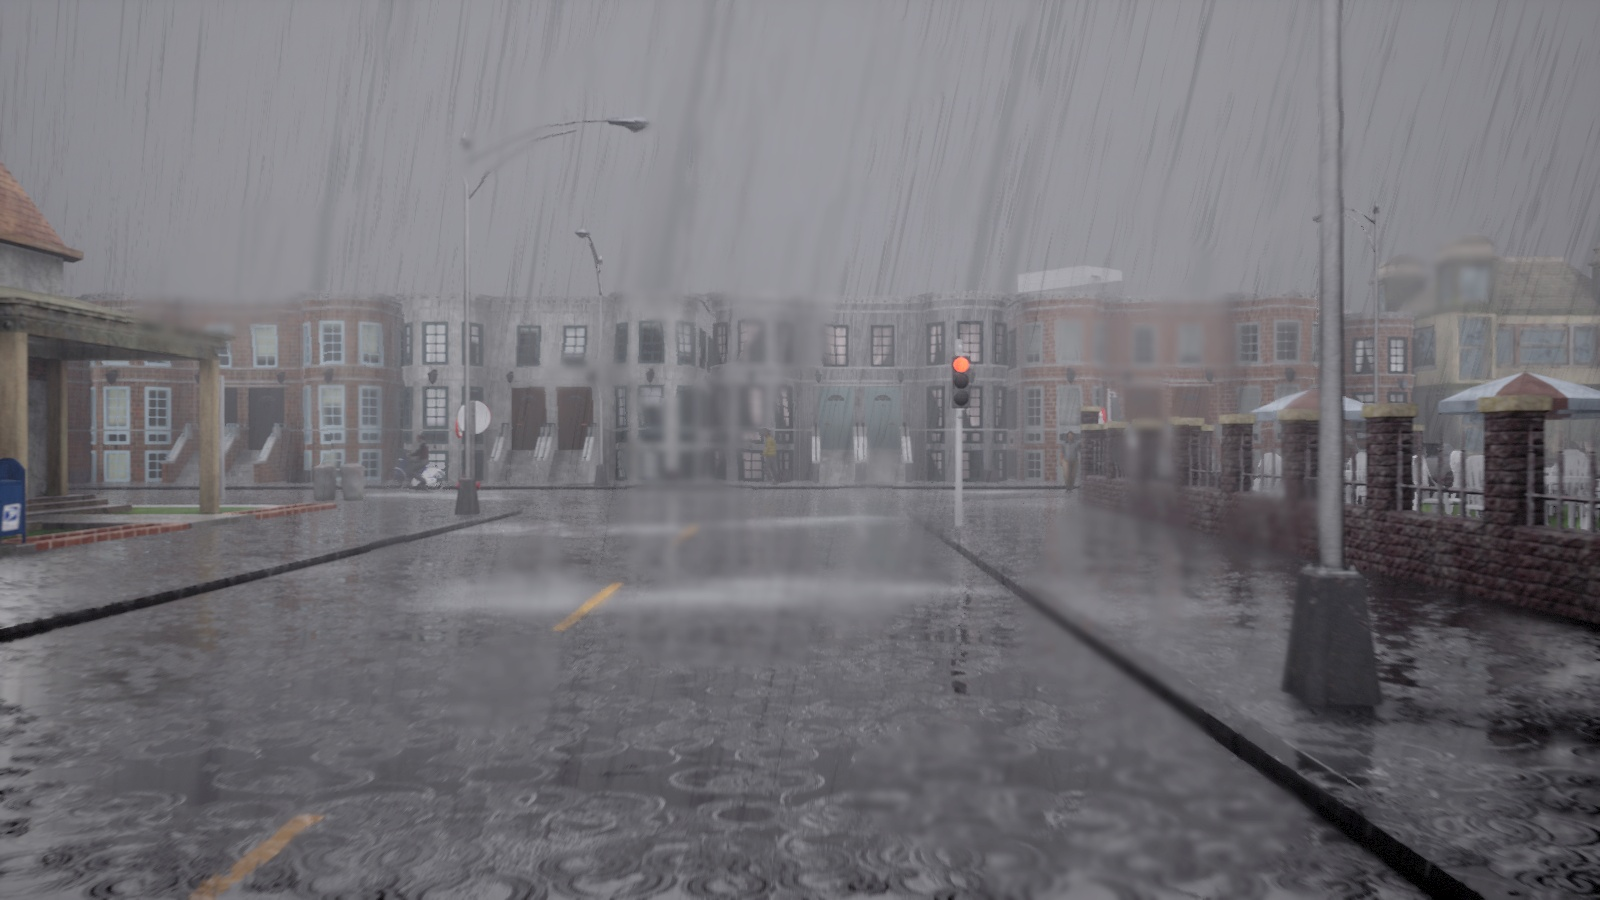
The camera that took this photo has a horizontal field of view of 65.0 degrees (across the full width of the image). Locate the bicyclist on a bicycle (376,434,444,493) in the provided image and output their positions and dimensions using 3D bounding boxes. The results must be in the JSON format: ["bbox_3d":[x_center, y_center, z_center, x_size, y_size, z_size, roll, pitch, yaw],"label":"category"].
[{"bbox_3d":[-11.779,0.394,37.988,1.843,1.776,0.659,0,1,2],"label":"bicyclist on a bicycle"}]

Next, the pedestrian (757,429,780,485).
[{"bbox_3d":[-1.024,0.222,41.317,0.709,1.840,0.431,0,0,5],"label":"pedestrian"}]

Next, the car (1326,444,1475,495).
[{"bbox_3d":[18.063,0.561,37.894,3.633,1.501,1.845,0,0,0],"label":"car"}]

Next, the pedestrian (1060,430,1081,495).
[{"bbox_3d":[7.734,0.345,35.912,0.540,1.848,0.694,0,0,15],"label":"pedestrian"}]
